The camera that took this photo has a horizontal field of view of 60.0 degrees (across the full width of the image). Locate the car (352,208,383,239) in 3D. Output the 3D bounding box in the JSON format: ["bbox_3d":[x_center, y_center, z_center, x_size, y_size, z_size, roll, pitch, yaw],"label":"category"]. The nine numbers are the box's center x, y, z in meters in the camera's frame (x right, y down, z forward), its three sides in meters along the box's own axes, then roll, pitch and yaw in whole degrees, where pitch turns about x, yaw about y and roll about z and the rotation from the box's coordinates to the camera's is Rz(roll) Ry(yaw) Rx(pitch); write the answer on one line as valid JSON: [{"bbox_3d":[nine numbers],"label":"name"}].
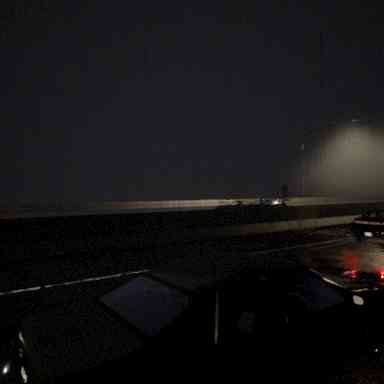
[{"bbox_3d":[8.841,1.417,14.367,4.902,1.511,2.128,0,0,-36],"label":"car"}]

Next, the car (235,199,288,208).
[{"bbox_3d":[6.656,1.422,30.136,4.902,1.511,2.128,0,0,-36],"label":"car"}]

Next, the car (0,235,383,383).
[{"bbox_3d":[0.654,1.533,4.215,5.357,1.411,2.033,0,0,-36],"label":"car"}]

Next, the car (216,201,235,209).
[{"bbox_3d":[4.598,1.521,32.966,4.718,1.301,1.895,0,0,-36],"label":"car"}]
